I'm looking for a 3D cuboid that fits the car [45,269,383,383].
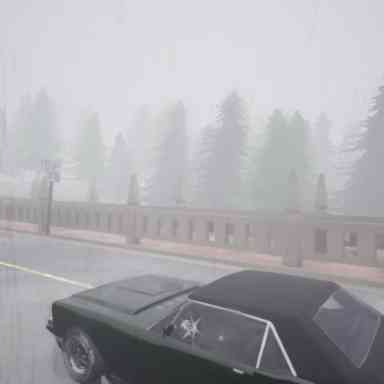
[{"bbox_3d":[0.463,1.588,3.660,4.718,1.301,1.895,1,0,36],"label":"car"}]
